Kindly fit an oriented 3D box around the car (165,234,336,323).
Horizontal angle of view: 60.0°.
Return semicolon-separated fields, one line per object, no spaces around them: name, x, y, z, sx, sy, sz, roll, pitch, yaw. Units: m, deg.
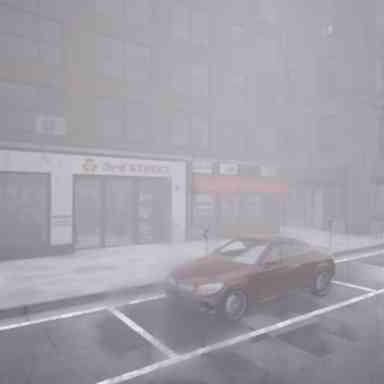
car;1.433;1.617;7.182;4.206;1.307;1.802;0;0;-35
